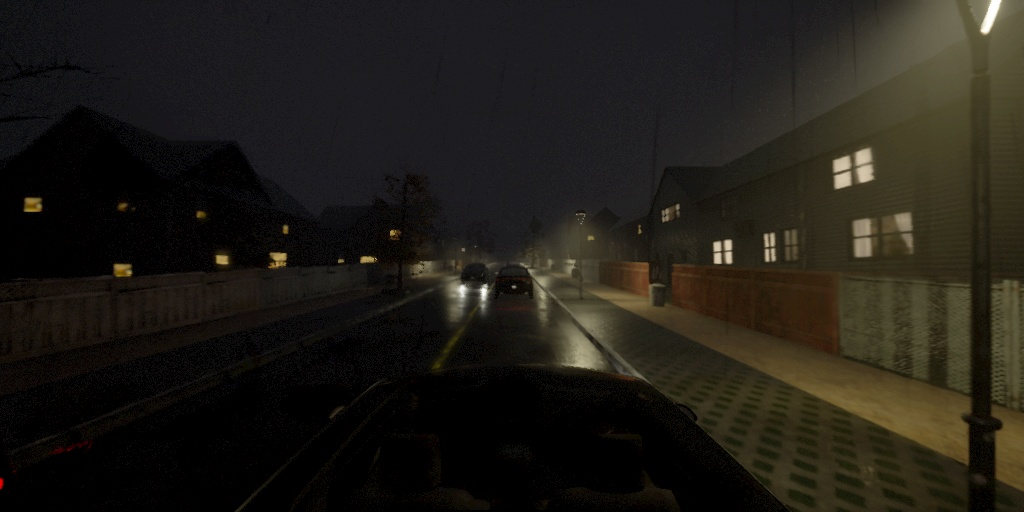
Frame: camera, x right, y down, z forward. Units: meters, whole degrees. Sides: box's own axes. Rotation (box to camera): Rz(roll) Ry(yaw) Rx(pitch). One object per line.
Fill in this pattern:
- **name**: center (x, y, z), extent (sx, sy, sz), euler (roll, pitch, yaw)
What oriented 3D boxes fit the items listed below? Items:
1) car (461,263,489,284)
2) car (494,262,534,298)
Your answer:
- **car**: center (-2.831, 1.290, 28.140), extent (1.882, 1.535, 5.008), euler (0, 0, 0)
- **car**: center (0.102, 1.268, 18.907), extent (1.882, 1.535, 5.008), euler (0, 0, 0)
